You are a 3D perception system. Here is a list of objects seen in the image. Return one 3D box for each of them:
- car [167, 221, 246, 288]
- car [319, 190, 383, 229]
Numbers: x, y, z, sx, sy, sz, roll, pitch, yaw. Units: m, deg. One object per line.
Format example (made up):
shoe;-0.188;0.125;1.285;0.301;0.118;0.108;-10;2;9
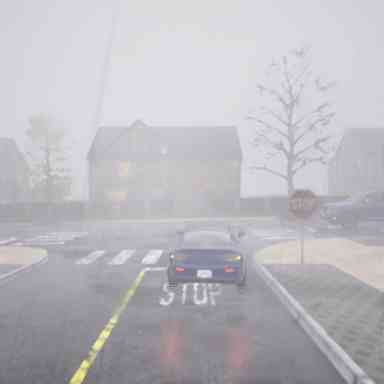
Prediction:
car;0.491;1.530;9.187;1.812;1.442;4.674;0;0;6
car;10.257;0.919;18.972;5.566;2.045;2.150;-1;1;0
